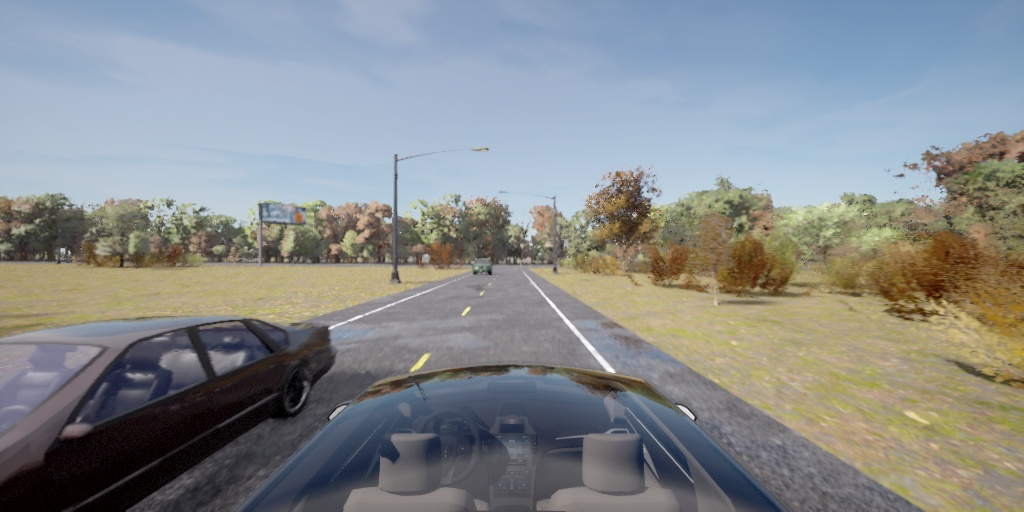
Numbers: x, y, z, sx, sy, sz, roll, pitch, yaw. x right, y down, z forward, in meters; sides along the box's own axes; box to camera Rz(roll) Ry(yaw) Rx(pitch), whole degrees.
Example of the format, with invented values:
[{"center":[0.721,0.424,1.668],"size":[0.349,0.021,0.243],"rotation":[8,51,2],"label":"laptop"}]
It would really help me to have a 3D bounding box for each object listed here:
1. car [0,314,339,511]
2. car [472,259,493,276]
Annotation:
[{"center":[-3.600,1.311,3.206],"size":[2.033,1.411,5.357],"rotation":[0,-1,0],"label":"car"},{"center":[-3.577,1.326,44.119],"size":[2.150,2.045,5.566],"rotation":[0,0,0],"label":"car"}]
